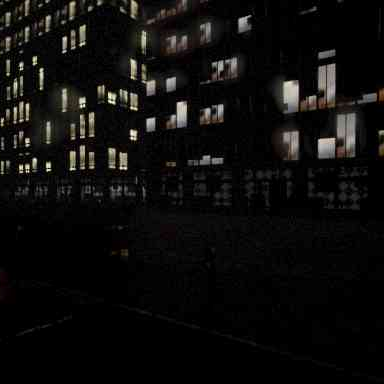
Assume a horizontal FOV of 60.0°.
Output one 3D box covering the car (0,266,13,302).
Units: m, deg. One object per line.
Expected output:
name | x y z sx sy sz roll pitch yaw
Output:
car | -5.544 1.526 6.834 4.829 1.417 1.752 0 0 36
